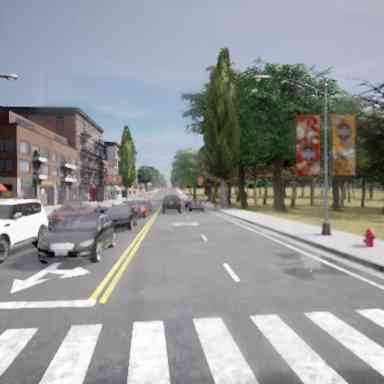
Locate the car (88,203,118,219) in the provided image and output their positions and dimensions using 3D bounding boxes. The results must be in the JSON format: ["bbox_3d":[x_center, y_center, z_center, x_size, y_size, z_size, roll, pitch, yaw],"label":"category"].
[{"bbox_3d":[-8.574,1.806,32.309,1.895,1.301,4.718,0,0,-3],"label":"car"}]

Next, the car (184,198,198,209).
[{"bbox_3d":[-0.176,1.779,53.119,1.882,1.535,5.008,0,0,-4],"label":"car"}]

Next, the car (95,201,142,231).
[{"bbox_3d":[-4.633,1.591,21.701,1.882,1.535,5.008,0,0,-3],"label":"car"}]

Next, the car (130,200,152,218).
[{"bbox_3d":[-5.285,1.534,31.761,2.097,1.767,4.553,0,0,-3],"label":"car"}]

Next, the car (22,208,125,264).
[{"bbox_3d":[-4.002,1.552,12.275,2.128,1.511,4.902,0,0,-3],"label":"car"}]

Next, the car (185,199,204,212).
[{"bbox_3d":[0.516,1.769,42.719,2.033,1.411,5.357,0,0,-4],"label":"car"}]

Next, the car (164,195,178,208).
[{"bbox_3d":[-3.489,1.561,55.410,2.150,2.045,5.566,0,0,-4],"label":"car"}]

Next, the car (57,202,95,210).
[{"bbox_3d":[-7.916,1.487,22.111,2.097,1.767,4.553,0,0,-3],"label":"car"}]

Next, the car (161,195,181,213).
[{"bbox_3d":[-2.437,1.434,39.615,2.150,2.045,5.566,0,-1,-4],"label":"car"}]

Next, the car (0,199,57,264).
[{"bbox_3d":[-7.271,1.302,12.471,2.150,2.045,5.566,0,0,-3],"label":"car"}]
